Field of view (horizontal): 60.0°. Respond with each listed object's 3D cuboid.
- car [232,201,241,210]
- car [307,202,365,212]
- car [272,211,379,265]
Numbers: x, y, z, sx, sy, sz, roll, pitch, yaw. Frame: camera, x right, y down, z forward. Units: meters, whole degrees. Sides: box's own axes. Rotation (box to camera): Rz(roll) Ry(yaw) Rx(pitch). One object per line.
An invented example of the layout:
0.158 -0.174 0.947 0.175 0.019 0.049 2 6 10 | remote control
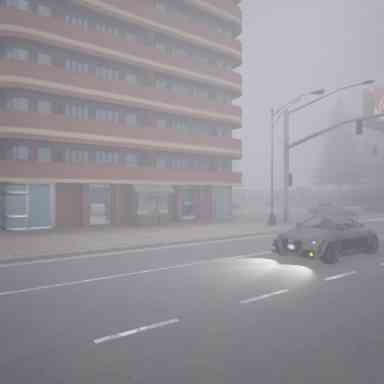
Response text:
4.132 1.477 42.626 1.882 1.535 5.008 0 0 -36 | car
13.123 1.601 30.471 1.895 1.301 4.718 0 0 -37 | car
4.766 1.564 11.765 4.181 1.385 1.994 0 0 -36 | car
